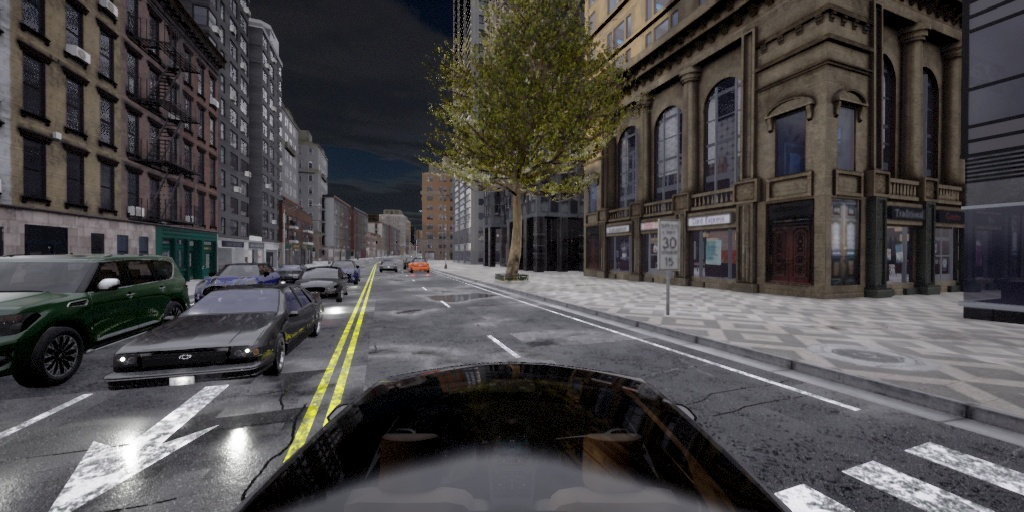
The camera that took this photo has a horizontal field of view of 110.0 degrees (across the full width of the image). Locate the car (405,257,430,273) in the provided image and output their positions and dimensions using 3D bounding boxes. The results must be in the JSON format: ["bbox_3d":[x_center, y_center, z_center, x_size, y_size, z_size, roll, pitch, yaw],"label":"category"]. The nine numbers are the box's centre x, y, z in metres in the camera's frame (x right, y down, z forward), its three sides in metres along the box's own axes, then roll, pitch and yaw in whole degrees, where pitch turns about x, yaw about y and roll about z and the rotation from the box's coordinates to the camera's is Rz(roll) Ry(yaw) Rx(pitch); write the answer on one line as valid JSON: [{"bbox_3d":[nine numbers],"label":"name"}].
[{"bbox_3d":[-10.860,1.022,41.613,2.097,1.767,4.553,0,0,-20],"label":"car"}]

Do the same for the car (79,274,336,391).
[{"bbox_3d":[-5.265,1.294,7.379,2.033,1.411,5.357,0,0,-18],"label":"car"}]

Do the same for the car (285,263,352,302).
[{"bbox_3d":[-8.678,1.243,16.503,1.837,1.490,4.892,0,0,-20],"label":"car"}]

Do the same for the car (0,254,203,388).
[{"bbox_3d":[-8.565,0.968,6.834,2.150,2.045,5.566,0,0,-20],"label":"car"}]

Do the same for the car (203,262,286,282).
[{"bbox_3d":[-11.937,1.089,15.940,2.097,1.767,4.553,0,0,-20],"label":"car"}]

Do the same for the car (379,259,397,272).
[{"bbox_3d":[-14.874,1.222,43.146,1.994,1.385,4.181,0,0,-20],"label":"car"}]

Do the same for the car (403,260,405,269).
[{"bbox_3d":[-14.394,0.979,51.070,2.097,1.767,4.553,0,0,-20],"label":"car"}]

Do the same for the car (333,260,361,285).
[{"bbox_3d":[-12.021,1.071,25.558,2.097,1.767,4.553,0,0,-20],"label":"car"}]

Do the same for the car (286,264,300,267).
[{"bbox_3d":[-15.234,1.265,24.867,2.033,1.411,5.357,0,0,-21],"label":"car"}]
